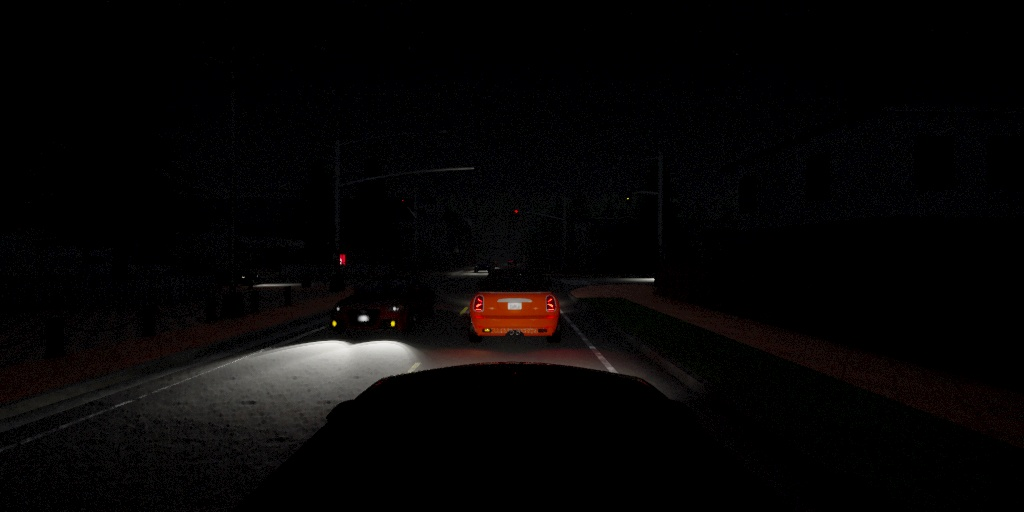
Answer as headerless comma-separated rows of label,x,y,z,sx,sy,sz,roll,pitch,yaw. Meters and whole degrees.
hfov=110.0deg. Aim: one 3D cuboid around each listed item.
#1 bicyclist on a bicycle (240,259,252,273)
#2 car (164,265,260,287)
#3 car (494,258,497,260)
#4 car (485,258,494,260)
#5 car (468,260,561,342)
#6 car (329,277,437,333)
bicyclist on a bicycle,-23.557,1.066,31.740,0.582,1.620,1.656,0,0,-2
car,-20.342,1.312,24.351,5.357,1.411,2.033,0,0,-2
car,-3.590,1.241,54.184,2.128,1.511,4.902,0,0,0
car,-3.597,1.228,44.722,1.882,1.535,5.008,0,0,0
car,0.072,1.102,9.881,2.097,1.767,4.553,0,0,0
car,-3.551,1.314,10.605,1.994,1.385,4.181,0,0,1
